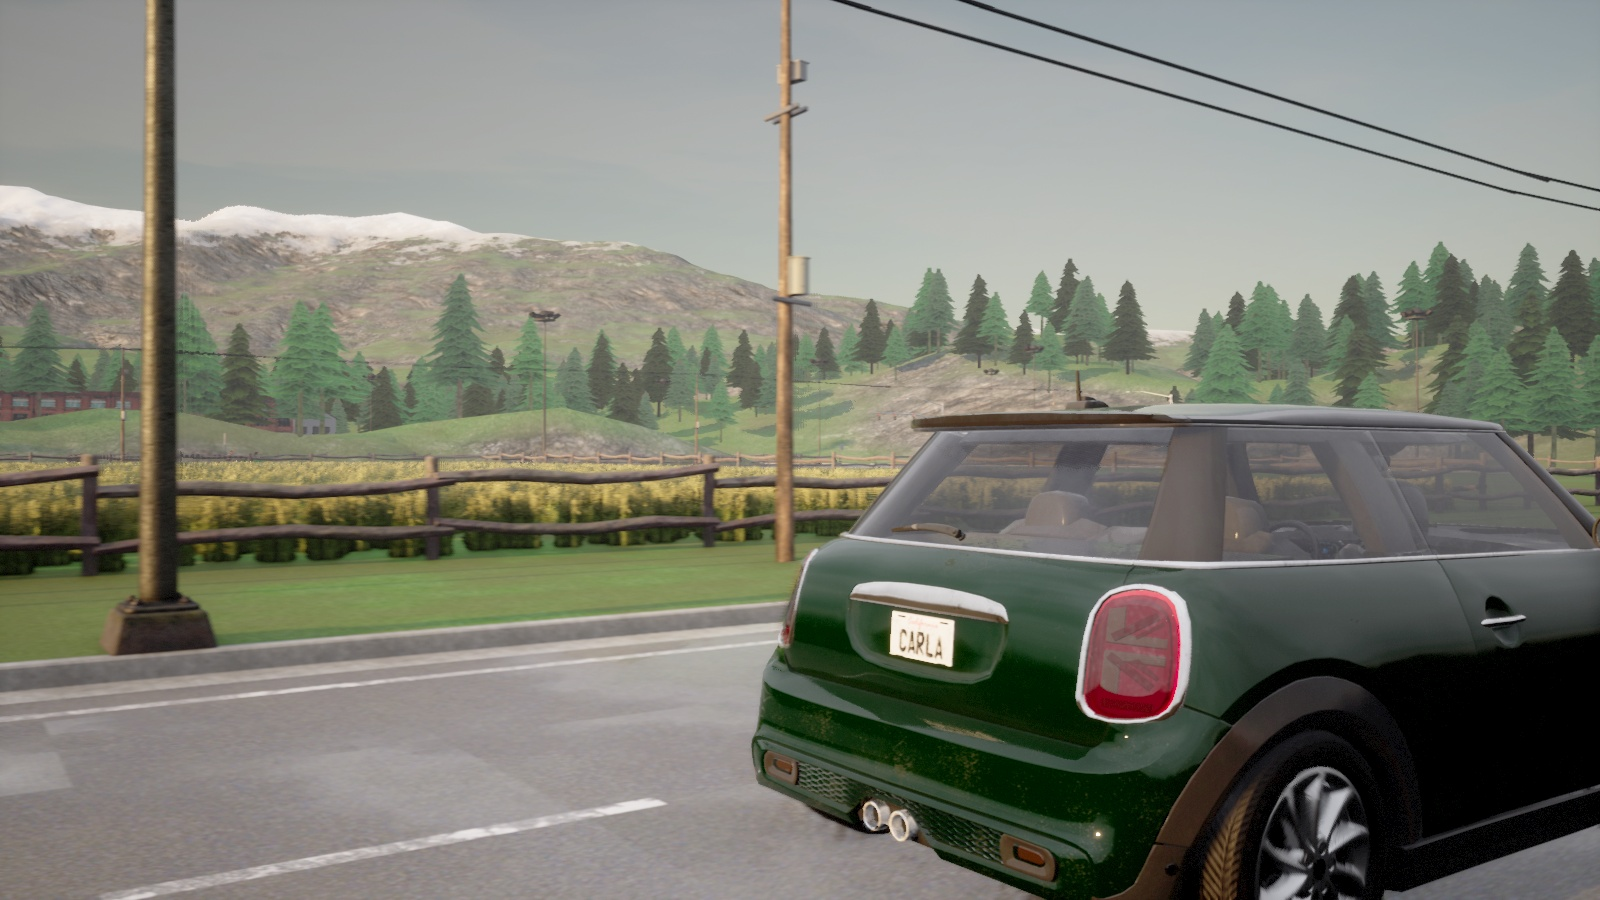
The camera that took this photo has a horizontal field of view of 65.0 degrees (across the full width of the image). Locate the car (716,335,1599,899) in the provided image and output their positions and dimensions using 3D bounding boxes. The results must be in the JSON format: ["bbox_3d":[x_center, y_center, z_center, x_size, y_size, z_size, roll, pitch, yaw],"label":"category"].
[{"bbox_3d":[2.153,0.611,5.157,4.553,1.767,2.097,0,0,-35],"label":"car"}]
